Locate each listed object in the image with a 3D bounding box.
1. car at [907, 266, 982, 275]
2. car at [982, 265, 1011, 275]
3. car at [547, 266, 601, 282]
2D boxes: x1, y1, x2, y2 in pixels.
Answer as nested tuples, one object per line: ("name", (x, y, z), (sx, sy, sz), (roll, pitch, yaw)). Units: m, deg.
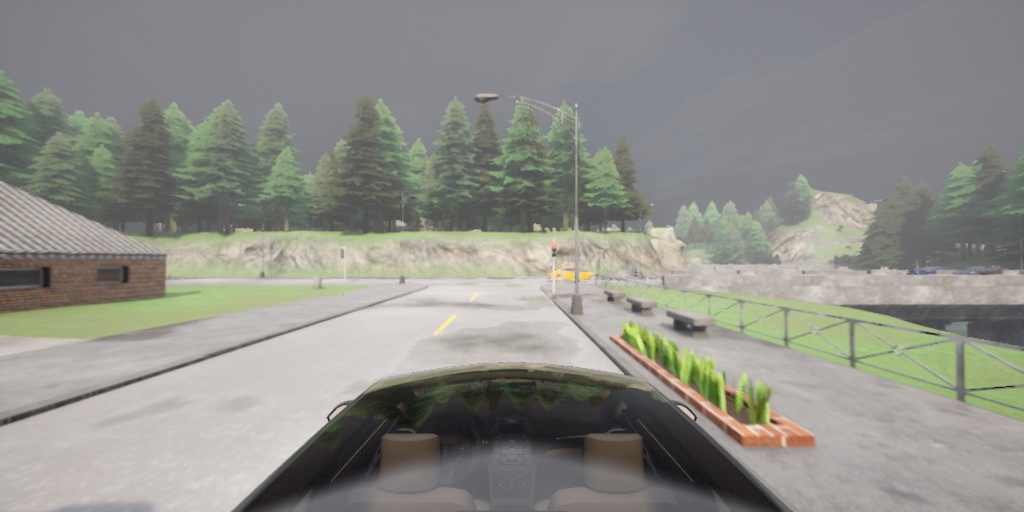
("car", (40.505, 1.720, 33.894), (5.008, 1.535, 1.882), (1, -1, 0))
("car", (49.726, 1.744, 37.898), (4.902, 1.511, 2.128), (0, -1, 0))
("car", (5.865, 1.721, 33.905), (5.008, 1.535, 1.882), (1, -1, 0))
